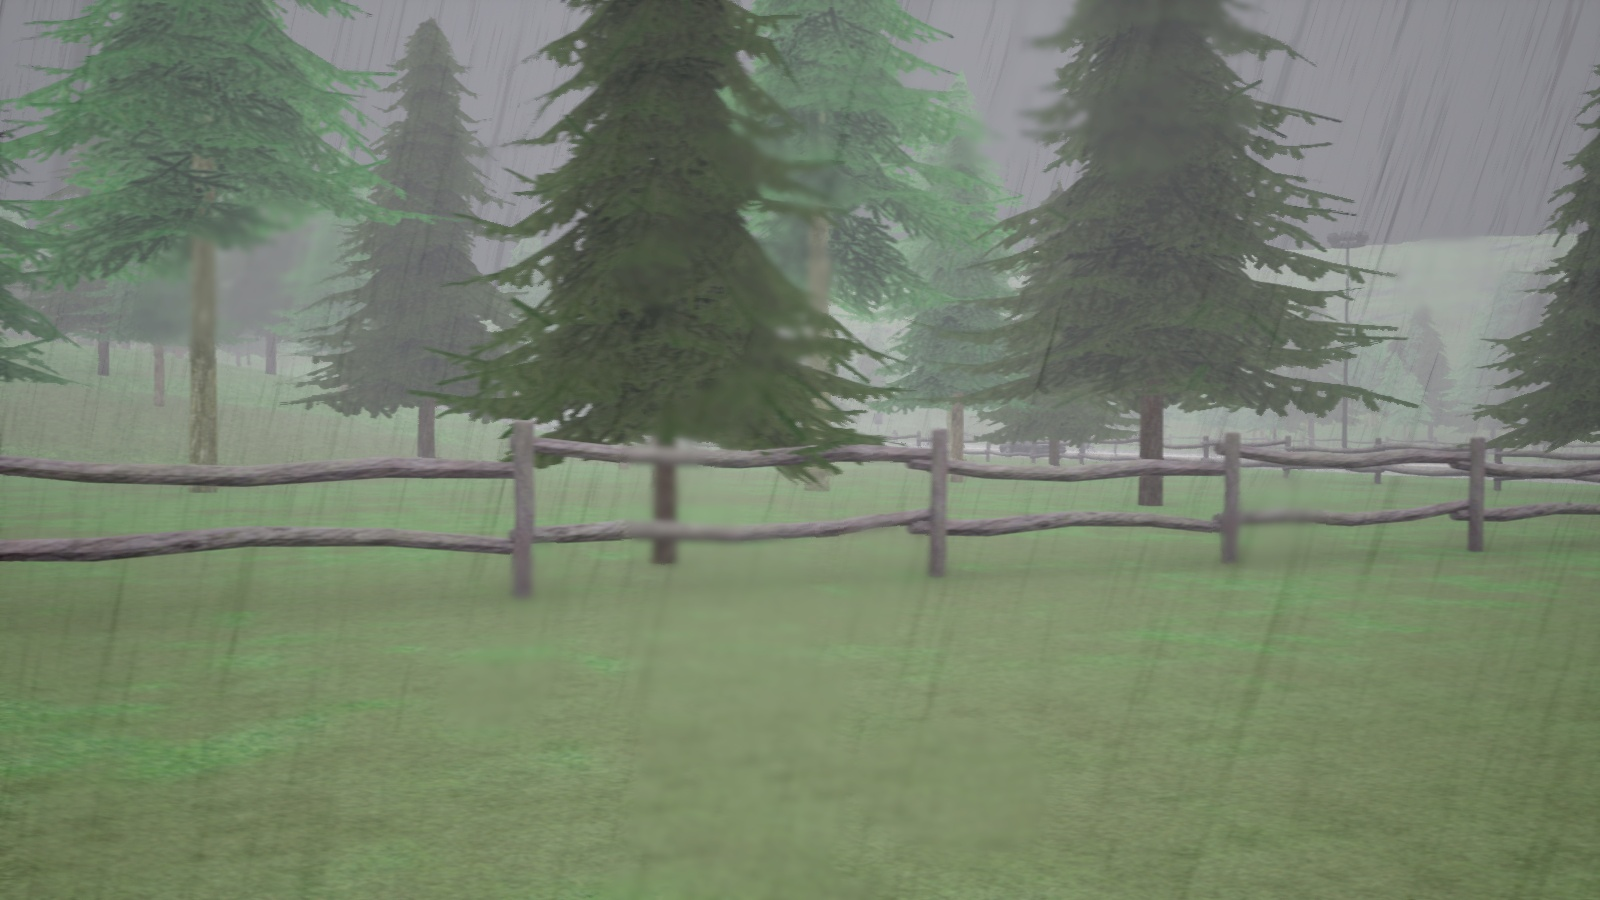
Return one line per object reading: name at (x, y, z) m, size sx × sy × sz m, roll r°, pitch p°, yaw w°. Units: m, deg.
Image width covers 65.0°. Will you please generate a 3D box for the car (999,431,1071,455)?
car at (13.462, -0.422, 72.210) m, size 1.895 × 1.301 × 4.718 m, roll -1°, pitch 1°, yaw -20°
